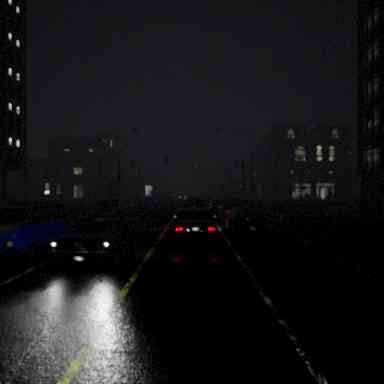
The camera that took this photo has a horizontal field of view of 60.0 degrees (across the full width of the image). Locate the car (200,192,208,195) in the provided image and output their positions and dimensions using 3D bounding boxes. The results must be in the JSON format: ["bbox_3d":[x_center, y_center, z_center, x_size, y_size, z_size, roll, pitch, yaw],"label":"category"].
[{"bbox_3d":[2.851,0.943,66.474,1.947,1.339,4.313,0,1,0],"label":"car"}]

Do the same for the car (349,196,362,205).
[{"bbox_3d":[23.754,1.250,45.657,4.206,1.307,1.802,0,0,1],"label":"car"}]

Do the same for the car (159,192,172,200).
[{"bbox_3d":[-5.529,0.959,66.507,1.802,1.307,4.206,0,1,0],"label":"car"}]

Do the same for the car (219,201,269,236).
[{"bbox_3d":[2.735,1.390,17.010,2.008,1.369,4.403,0,1,0],"label":"car"}]

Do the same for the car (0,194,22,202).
[{"bbox_3d":[-30.688,0.962,55.037,4.206,1.307,1.802,0,0,1],"label":"car"}]

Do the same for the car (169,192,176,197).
[{"bbox_3d":[-5.465,0.650,93.945,1.752,1.417,4.829,0,1,0],"label":"car"}]

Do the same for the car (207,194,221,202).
[{"bbox_3d":[2.775,1.230,34.085,2.008,1.369,4.403,0,1,0],"label":"car"}]

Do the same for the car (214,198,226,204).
[{"bbox_3d":[2.749,1.331,22.702,1.887,1.381,4.507,0,1,0],"label":"car"}]

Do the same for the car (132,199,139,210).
[{"bbox_3d":[-5.619,1.284,28.431,2.008,1.369,4.403,0,1,0],"label":"car"}]

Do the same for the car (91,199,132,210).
[{"bbox_3d":[-5.631,1.226,22.738,1.967,1.590,4.097,0,1,0],"label":"car"}]

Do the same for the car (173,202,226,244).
[{"bbox_3d":[0.137,1.407,14.879,2.033,1.411,5.357,0,1,0],"label":"car"}]

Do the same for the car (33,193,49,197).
[{"bbox_3d":[-25.321,0.929,54.942,4.829,1.417,1.752,0,0,1],"label":"car"}]

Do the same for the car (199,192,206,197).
[{"bbox_3d":[2.916,0.673,94.082,2.008,1.369,4.403,0,1,0],"label":"car"}]

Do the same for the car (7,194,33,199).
[{"bbox_3d":[-25.302,0.988,46.560,4.403,1.369,2.008,0,0,1],"label":"car"}]

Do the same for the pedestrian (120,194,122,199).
[{"bbox_3d":[-12.415,0.870,57.654,0.375,1.300,0.375,0,0,1],"label":"pedestrian"}]

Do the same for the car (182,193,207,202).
[{"bbox_3d":[0.176,1.176,32.113,1.882,1.535,5.008,0,1,0],"label":"car"}]

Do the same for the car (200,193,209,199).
[{"bbox_3d":[2.877,0.856,77.516,1.802,1.307,4.206,0,1,0],"label":"car"}]

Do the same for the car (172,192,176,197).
[{"bbox_3d":[-5.503,0.825,77.550,2.008,1.369,4.403,0,1,0],"label":"car"}]

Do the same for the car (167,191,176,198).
[{"bbox_3d":[-5.477,0.613,88.592,1.967,1.590,4.097,0,1,0],"label":"car"}]

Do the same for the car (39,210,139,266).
[{"bbox_3d":[-3.073,1.494,11.280,1.895,1.301,4.718,0,1,0],"label":"car"}]

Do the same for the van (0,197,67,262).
[{"bbox_3d":[-5.658,1.234,11.353,1.690,1.788,3.998,0,1,0],"label":"van"}]
